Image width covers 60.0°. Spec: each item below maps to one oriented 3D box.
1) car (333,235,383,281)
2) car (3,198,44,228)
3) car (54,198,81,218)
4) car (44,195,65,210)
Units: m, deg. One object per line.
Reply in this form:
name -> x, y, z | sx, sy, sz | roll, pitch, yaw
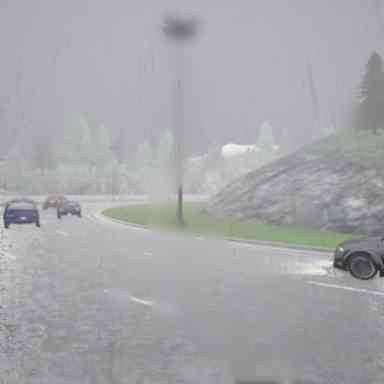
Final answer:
car -> 5.878, 1.563, 8.438 | 4.181, 1.385, 1.994 | 0, 0, 36
car -> -11.112, 1.383, 21.672 | 1.882, 1.535, 5.008 | 0, 0, -29
car -> -10.695, 1.489, 29.033 | 1.895, 1.301, 4.718 | 0, 0, -20
car -> -16.111, 1.192, 40.115 | 2.097, 1.767, 4.553 | 0, 0, -3
